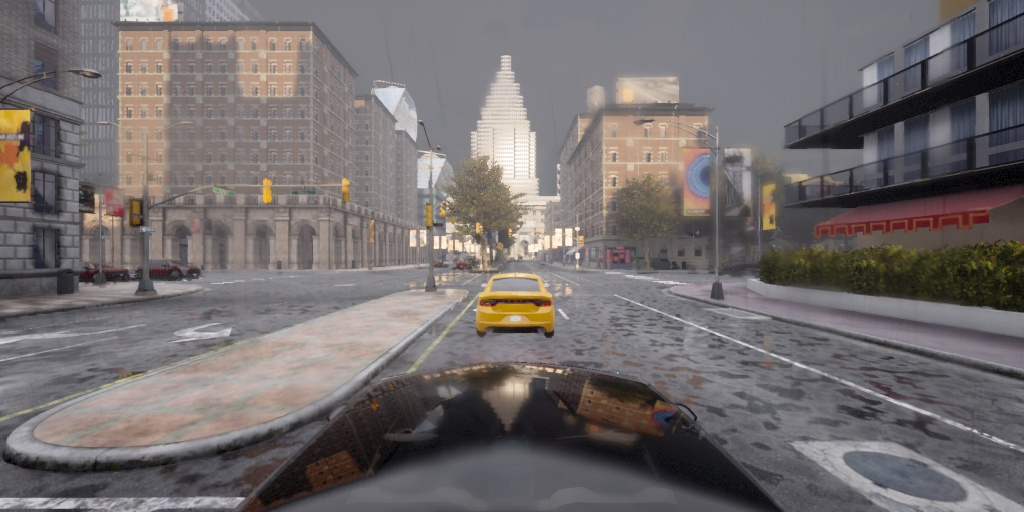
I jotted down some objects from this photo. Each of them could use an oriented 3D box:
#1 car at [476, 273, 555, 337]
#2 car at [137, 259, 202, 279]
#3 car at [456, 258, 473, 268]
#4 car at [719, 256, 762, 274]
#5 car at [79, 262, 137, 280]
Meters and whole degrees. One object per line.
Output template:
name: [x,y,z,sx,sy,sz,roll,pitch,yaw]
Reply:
car: [0.093,1.228,10.374,1.882,1.535,5.008,0,0,0]
car: [-30.894,1.102,32.386,4.553,1.767,2.097,0,0,0]
car: [-7.999,1.351,59.114,1.895,1.301,4.718,0,0,0]
car: [26.005,0.971,39.721,5.566,2.045,2.150,0,0,0]
car: [-33.941,1.228,28.874,5.008,1.535,1.882,0,0,0]
